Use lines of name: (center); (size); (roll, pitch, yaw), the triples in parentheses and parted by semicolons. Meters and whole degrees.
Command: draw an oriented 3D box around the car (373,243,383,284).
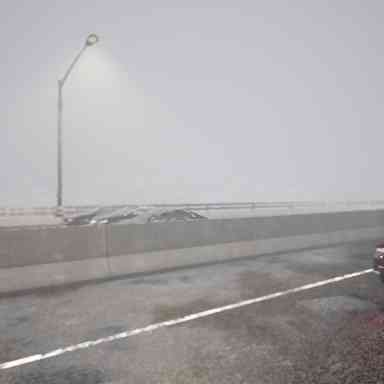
car: (6.423, 1.529, 8.279); (4.902, 1.511, 2.128); (0, 0, -35)

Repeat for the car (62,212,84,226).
car: (-5.487, 1.572, 21.544); (5.357, 1.411, 2.033); (0, 0, -35)

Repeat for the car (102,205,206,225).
car: (-1.461, 1.531, 15.811); (4.892, 1.490, 1.837); (0, 0, -35)

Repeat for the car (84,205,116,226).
car: (-3.217, 1.518, 18.855); (4.902, 1.511, 2.128); (0, 0, -35)
